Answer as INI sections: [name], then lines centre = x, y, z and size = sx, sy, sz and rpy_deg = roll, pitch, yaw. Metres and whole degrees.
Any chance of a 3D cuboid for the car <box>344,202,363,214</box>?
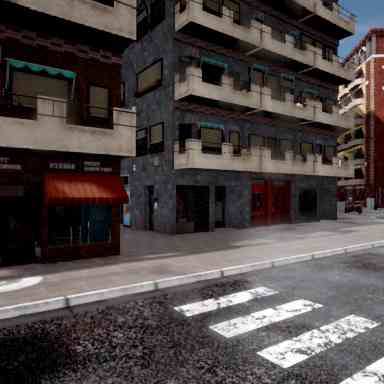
[car]
centre = 17.813, 1.790, 38.250
size = 1.895, 1.301, 4.718
rpy_deg = 0, 0, 5
